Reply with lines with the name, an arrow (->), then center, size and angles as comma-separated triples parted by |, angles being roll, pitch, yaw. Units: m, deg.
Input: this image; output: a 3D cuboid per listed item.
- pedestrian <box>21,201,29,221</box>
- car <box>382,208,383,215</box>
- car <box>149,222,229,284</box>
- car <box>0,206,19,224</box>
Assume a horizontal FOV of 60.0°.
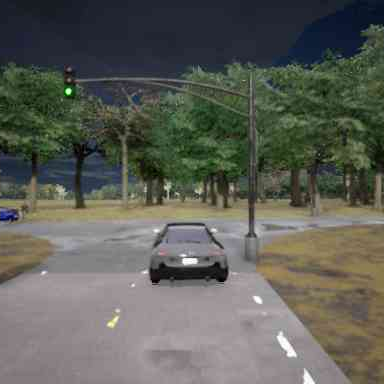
pedestrian -> -15.107, 1.707, 30.022 | 0.375, 1.860, 0.375 | 0, -1, 0
car -> 17.491, 1.272, 26.095 | 4.674, 1.442, 1.812 | -1, -2, 0
car -> -0.180, 1.566, 9.681 | 1.994, 1.385, 4.181 | 0, 0, -4
car -> -16.261, 1.788, 26.106 | 5.008, 1.535, 1.882 | -1, -2, 2
